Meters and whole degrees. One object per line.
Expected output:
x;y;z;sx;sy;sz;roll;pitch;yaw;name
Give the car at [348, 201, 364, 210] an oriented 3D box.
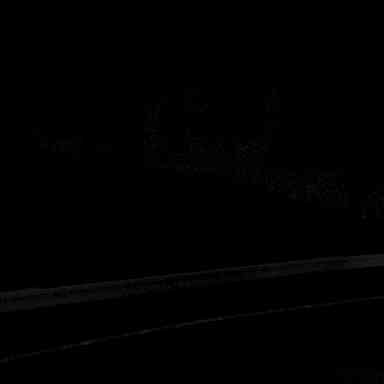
16.886;1.611;37.603;1.895;1.301;4.718;0;0;-19;car
